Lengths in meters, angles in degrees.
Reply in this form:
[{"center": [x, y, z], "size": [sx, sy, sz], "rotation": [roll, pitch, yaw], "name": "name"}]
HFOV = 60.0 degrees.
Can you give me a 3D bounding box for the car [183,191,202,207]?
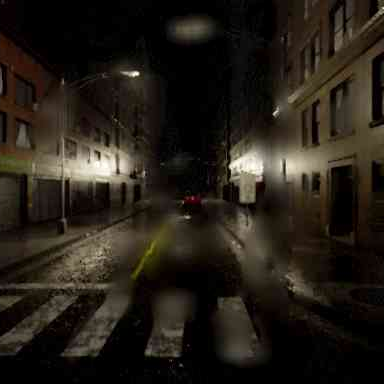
[{"center": [0.077, 0.913, 43.647], "size": [2.150, 2.045, 5.566], "rotation": [0, 0, 0], "name": "car"}]
